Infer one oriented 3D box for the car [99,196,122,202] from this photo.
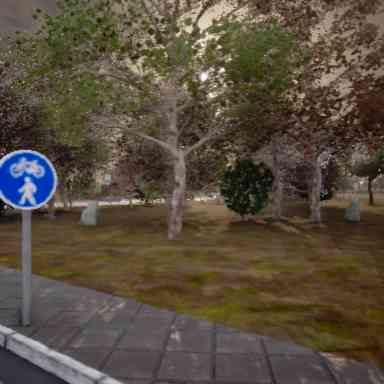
[{"bbox_3d":[-16.756,1.428,68.248,1.895,1.301,4.718,0,0,36],"label":"car"}]
